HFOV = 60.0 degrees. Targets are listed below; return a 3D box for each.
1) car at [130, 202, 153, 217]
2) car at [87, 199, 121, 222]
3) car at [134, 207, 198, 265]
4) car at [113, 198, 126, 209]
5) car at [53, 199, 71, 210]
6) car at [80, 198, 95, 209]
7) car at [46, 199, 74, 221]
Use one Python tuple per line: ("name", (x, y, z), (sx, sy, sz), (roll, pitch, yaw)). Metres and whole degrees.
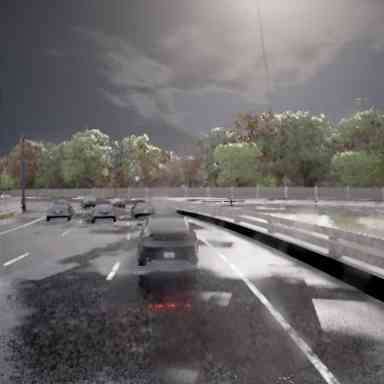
("car", (-4.477, 1.602, 30.207), (1.994, 1.385, 4.181), (0, 0, -16))
("car", (-7.151, 1.594, 27.096), (2.033, 1.411, 5.357), (0, 0, -15))
("car", (-0.891, 1.518, 11.784), (1.837, 1.490, 4.892), (0, 0, -6))
("car", (-10.598, 1.598, 46.710), (1.812, 1.442, 4.674), (0, 0, -24))
("car", (-17.961, 1.664, 45.879), (1.994, 1.385, 4.181), (0, 0, -25))
("car", (-14.342, 1.591, 46.446), (1.837, 1.490, 4.892), (0, 0, -25))
("car", (-10.876, 1.608, 27.607), (2.033, 1.411, 5.357), (0, 0, -16))
